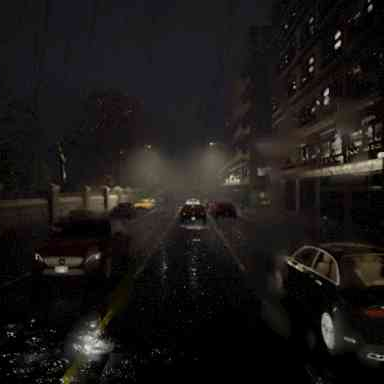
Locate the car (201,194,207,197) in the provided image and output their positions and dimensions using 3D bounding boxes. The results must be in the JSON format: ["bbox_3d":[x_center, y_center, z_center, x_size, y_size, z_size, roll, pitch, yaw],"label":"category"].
[{"bbox_3d":[2.699,1.436,50.146,1.967,1.590,4.097,0,0,0],"label":"car"}]

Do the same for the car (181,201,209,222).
[{"bbox_3d":[0.107,1.595,26.073,1.895,1.301,4.718,0,0,0],"label":"car"}]

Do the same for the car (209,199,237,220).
[{"bbox_3d":[2.694,1.539,28.005,1.887,1.381,4.507,0,0,0],"label":"car"}]

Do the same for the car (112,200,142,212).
[{"bbox_3d":[-5.686,1.575,28.007,1.802,1.307,4.206,0,0,0],"label":"car"}]

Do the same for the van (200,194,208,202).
[{"bbox_3d":[2.705,1.346,77.822,1.690,1.788,3.998,0,0,0],"label":"van"}]

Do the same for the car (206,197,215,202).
[{"bbox_3d":[2.695,1.539,33.540,1.887,1.381,4.507,0,0,0],"label":"car"}]

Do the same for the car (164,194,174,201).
[{"bbox_3d":[-5.674,1.321,83.359,2.192,1.841,5.009,0,0,0],"label":"car"}]

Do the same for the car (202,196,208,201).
[{"bbox_3d":[2.698,1.561,44.611,1.947,1.339,4.313,0,0,0],"label":"car"}]

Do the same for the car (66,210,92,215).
[{"bbox_3d":[-5.689,1.577,16.936,1.802,1.307,4.206,0,0,0],"label":"car"}]

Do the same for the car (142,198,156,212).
[{"bbox_3d":[-5.684,1.519,38.907,1.752,1.417,4.829,0,0,0],"label":"car"}]

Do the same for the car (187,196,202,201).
[{"bbox_3d":[0.113,1.596,45.418,1.895,1.301,4.718,0,0,0],"label":"car"}]

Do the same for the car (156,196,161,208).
[{"bbox_3d":[-5.682,1.545,44.613,2.008,1.369,4.403,0,0,0],"label":"car"}]

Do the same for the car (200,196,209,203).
[{"bbox_3d":[2.705,1.568,72.287,1.947,1.339,4.313,0,0,0],"label":"car"}]

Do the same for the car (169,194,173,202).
[{"bbox_3d":[-5.678,1.315,66.753,2.192,1.841,5.009,0,0,0],"label":"car"}]

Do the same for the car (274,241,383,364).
[{"bbox_3d":[2.689,1.549,5.865,2.008,1.369,4.403,0,0,0],"label":"car"}]

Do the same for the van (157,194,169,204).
[{"bbox_3d":[-5.679,1.339,61.217,1.690,1.788,3.998,0,0,0],"label":"van"}]

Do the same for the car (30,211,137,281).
[{"bbox_3d":[-2.998,1.523,9.969,1.812,1.442,4.674,0,0,0],"label":"car"}]
